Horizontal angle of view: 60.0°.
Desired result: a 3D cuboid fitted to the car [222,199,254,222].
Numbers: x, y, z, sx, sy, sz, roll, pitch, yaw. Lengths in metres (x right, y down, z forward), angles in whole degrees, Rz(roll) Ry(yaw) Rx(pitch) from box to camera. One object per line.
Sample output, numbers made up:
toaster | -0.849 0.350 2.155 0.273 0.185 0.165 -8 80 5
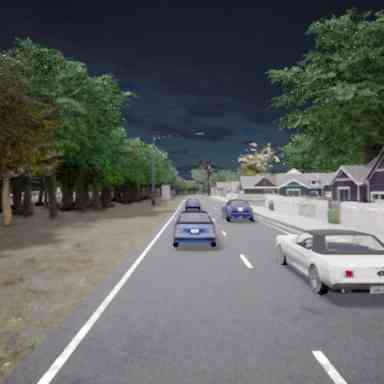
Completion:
car | 3.606 1.361 26.883 2.097 1.767 4.553 0 0 0

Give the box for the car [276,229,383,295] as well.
car | 3.603 1.604 8.649 1.895 1.301 4.718 0 0 0

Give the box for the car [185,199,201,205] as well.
car | 0.106 1.531 42.520 1.994 1.385 4.181 0 0 0

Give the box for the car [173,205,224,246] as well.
car | 0.104 1.553 15.342 2.033 1.411 5.357 0 0 0
